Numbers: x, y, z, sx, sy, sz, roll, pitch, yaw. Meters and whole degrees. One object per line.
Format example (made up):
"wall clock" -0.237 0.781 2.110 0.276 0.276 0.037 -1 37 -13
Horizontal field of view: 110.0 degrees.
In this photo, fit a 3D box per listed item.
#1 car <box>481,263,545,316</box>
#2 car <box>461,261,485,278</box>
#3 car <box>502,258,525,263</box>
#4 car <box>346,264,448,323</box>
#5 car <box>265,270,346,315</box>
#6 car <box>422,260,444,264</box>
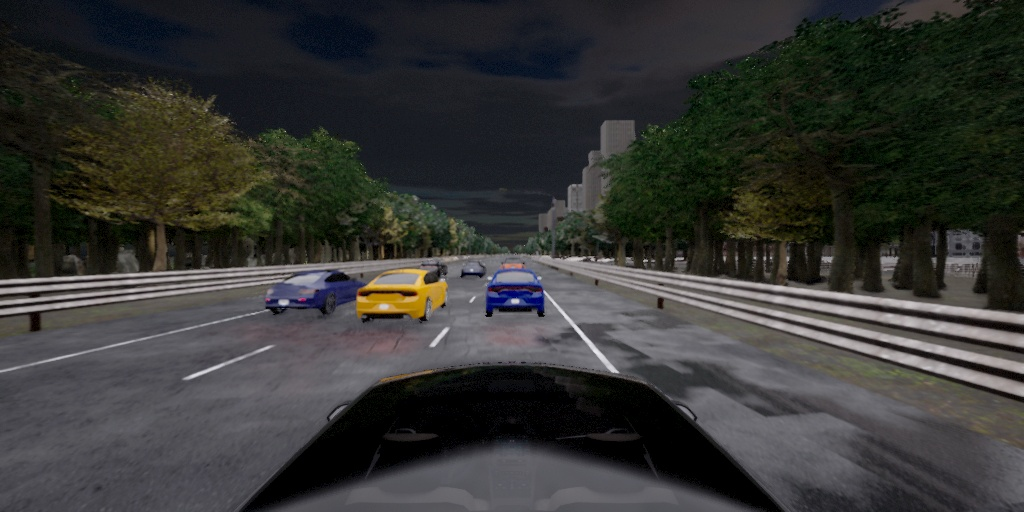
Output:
"car" 0.100 1.180 13.095 1.882 1.535 5.008 0 0 0
"car" -3.400 1.166 32.267 1.994 1.385 4.181 0 0 0
"car" 0.098 0.959 31.466 2.097 1.767 4.553 0 0 0
"car" -3.401 1.184 12.006 1.882 1.535 5.008 0 0 0
"car" -6.901 1.227 13.146 1.812 1.442 4.674 0 0 0
"car" -6.903 1.097 31.688 2.128 1.511 4.902 0 0 0
